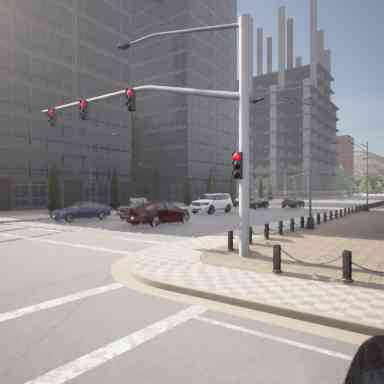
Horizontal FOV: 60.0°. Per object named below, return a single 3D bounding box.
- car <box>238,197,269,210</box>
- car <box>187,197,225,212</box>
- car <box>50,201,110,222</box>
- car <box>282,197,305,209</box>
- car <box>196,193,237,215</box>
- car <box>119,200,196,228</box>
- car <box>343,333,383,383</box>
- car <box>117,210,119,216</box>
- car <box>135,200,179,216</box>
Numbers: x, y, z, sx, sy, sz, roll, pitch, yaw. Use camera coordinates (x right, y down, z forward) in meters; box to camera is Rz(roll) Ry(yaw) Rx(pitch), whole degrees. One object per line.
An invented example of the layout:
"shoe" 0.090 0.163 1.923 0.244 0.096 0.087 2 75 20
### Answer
"car" 8.196 1.422 42.784 1.882 1.535 5.008 0 0 36
"car" 1.736 1.436 39.822 2.128 1.511 4.902 0 0 36
"car" -8.485 1.470 25.659 1.812 1.442 4.674 0 0 38
"car" 13.363 1.449 43.648 1.837 1.490 4.892 0 0 36
"car" 2.094 1.166 34.332 2.150 2.045 5.566 0 0 36
"car" -2.154 1.422 22.055 1.882 1.535 5.008 0 0 36
"car" 3.017 1.564 1.816 4.181 1.385 1.994 0 0 36
"car" -3.615 1.545 26.417 1.895 1.301 4.718 0 0 36
"car" -3.404 1.508 32.695 1.994 1.385 4.181 0 0 36
